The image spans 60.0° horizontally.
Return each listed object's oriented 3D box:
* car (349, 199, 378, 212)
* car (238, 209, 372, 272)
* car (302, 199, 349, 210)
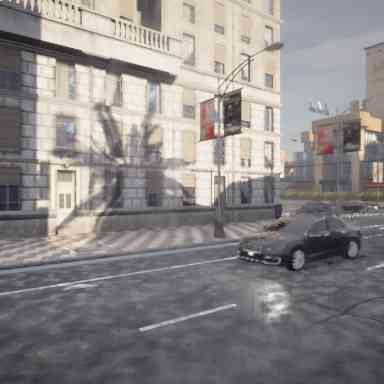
[{"bbox_3d":[17.375,1.492,35.978,2.128,1.511,4.902,0,0,-37],"label":"car"},{"bbox_3d":[3.652,1.505,10.891,4.892,1.490,1.837,0,0,-35],"label":"car"},{"bbox_3d":[13.653,1.564,34.860,1.994,1.385,4.181,0,0,-34],"label":"car"}]
